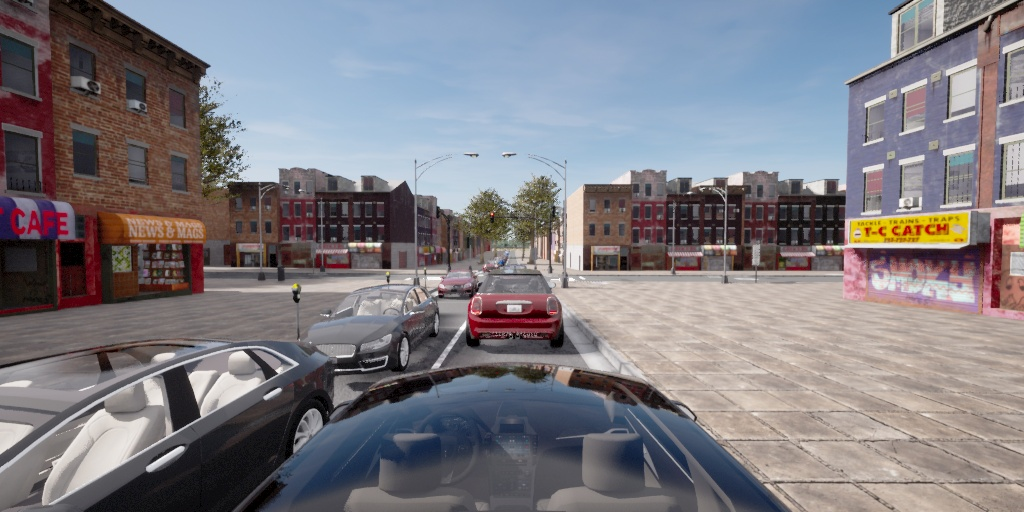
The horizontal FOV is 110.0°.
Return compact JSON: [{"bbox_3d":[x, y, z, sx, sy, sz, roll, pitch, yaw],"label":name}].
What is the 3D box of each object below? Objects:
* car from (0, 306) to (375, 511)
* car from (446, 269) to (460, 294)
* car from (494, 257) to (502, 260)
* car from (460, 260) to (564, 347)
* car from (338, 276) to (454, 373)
[{"bbox_3d":[-2.640,1.300,1.998,2.007,1.370,4.403,0,0,0],"label":"car"},{"bbox_3d":[-2.617,1.332,18.340,1.802,1.307,4.207,0,0,0],"label":"car"},{"bbox_3d":[-2.578,1.233,45.116,1.967,1.591,4.097,0,0,0],"label":"car"},{"bbox_3d":[0.109,1.099,9.491,2.097,1.767,4.553,0,0,2],"label":"car"},{"bbox_3d":[-2.632,1.298,7.446,2.007,1.370,4.403,0,0,0],"label":"car"}]
